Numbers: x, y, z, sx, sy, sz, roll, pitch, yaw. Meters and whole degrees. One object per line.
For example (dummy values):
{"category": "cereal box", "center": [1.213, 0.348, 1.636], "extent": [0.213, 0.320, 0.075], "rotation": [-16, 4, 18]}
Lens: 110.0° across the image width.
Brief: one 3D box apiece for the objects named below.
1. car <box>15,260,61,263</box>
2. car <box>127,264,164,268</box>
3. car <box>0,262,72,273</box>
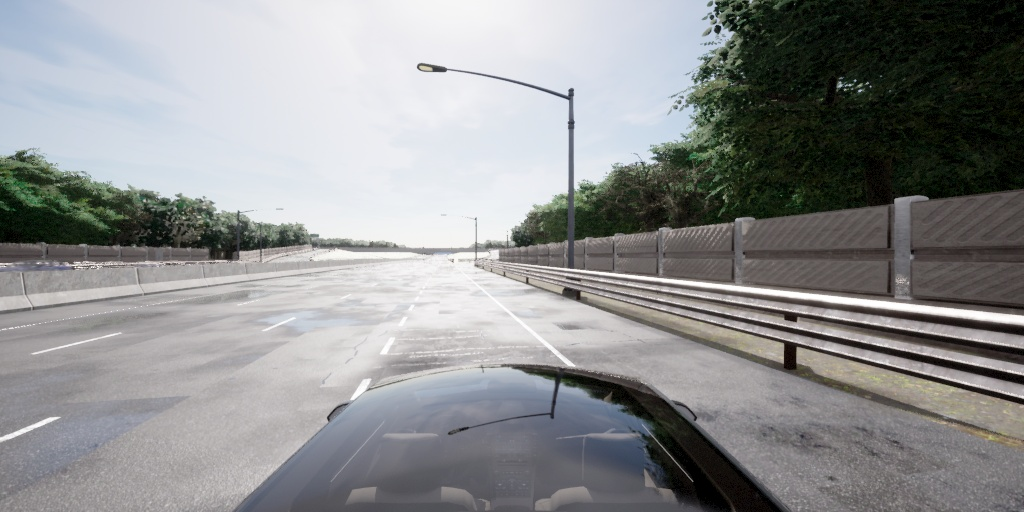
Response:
{"category": "car", "center": [-36.861, 1.112, 27.430], "extent": [2.097, 1.767, 4.553], "rotation": [0, 0, -11]}
{"category": "car", "center": [-30.101, 1.327, 29.351], "extent": [1.994, 1.385, 4.181], "rotation": [0, 0, -11]}
{"category": "car", "center": [-32.664, 1.321, 24.077], "extent": [1.994, 1.385, 4.181], "rotation": [0, 0, -11]}
